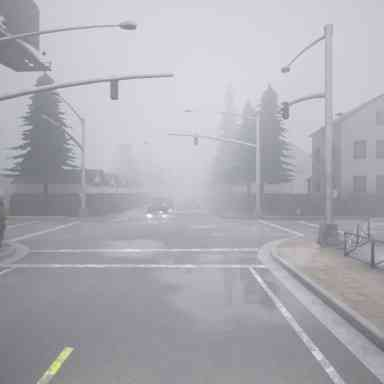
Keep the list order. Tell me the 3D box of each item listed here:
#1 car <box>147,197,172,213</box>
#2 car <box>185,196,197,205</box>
[{"bbox_3d":[-3.686,1.352,36.990,2.097,1.767,4.553,0,0,0],"label":"car"},{"bbox_3d":[-0.140,1.491,59.194,2.128,1.511,4.902,0,0,0],"label":"car"}]
